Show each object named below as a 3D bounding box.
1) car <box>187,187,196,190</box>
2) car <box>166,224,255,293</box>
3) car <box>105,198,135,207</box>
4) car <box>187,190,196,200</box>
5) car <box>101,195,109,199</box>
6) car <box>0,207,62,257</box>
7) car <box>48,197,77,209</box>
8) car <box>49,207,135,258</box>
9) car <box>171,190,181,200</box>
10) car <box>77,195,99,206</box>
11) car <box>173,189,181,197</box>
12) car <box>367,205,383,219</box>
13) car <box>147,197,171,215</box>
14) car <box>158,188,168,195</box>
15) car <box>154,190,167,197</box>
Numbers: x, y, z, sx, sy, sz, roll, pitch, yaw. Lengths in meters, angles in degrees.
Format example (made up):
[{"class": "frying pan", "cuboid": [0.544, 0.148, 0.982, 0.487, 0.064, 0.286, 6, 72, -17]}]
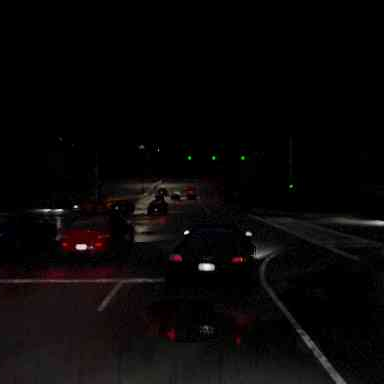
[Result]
[{"class": "car", "cuboid": [-0.171, -0.179, 82.378, 2.150, 2.045, 5.566, 0, 7, 0]}, {"class": "car", "cuboid": [0.659, 1.555, 9.010, 1.994, 1.385, 4.181, 0, 0, 10]}, {"class": "car", "cuboid": [-6.903, 1.513, 33.009, 2.033, 1.411, 5.357, 0, 0, 0]}, {"class": "car", "cuboid": [-0.113, 0.926, 72.015, 1.882, 1.535, 5.008, 0, 3, 0]}, {"class": "car", "cuboid": [-17.572, 1.270, 64.642, 1.882, 1.535, 5.008, 0, 2, 0]}, {"class": "car", "cuboid": [-6.902, 1.512, 12.705, 1.812, 1.442, 4.674, 0, 0, 0]}, {"class": "car", "cuboid": [-17.567, 1.459, 44.656, 1.837, 1.490, 4.892, 0, 0, 0]}, {"class": "car", "cuboid": [-3.401, 1.512, 12.528, 1.812, 1.442, 4.674, 0, 0, 0]}, {"class": "car", "cuboid": [-3.611, 0.997, 71.608, 1.812, 1.442, 4.674, 0, 3, 0]}, {"class": "car", "cuboid": [-17.518, 1.492, 54.558, 2.033, 1.411, 5.357, 0, 0, 0]}, {"class": "car", "cuboid": [-3.667, 0.197, 81.626, 1.812, 1.442, 4.674, 0, 7, 0]}, {"class": "car", "cuboid": [17.015, 1.449, 27.275, 5.008, 1.535, 1.882, 0, 0, 0]}, {"class": "car", "cuboid": [-3.403, 1.491, 33.708, 1.812, 1.442, 4.674, 0, 0, 0]}, {"class": "car", "cuboid": [-7.167, -0.104, 81.601, 2.150, 2.045, 5.566, 0, 7, 0]}, {"class": "car", "cuboid": [-7.111, 0.997, 71.589, 1.812, 1.442, 4.674, 0, 3, 0]}]
